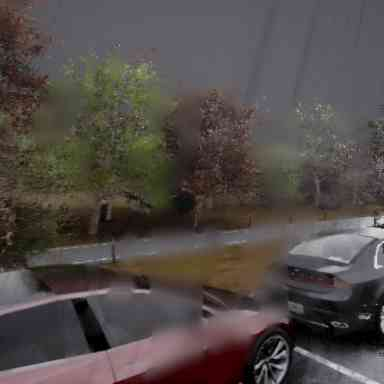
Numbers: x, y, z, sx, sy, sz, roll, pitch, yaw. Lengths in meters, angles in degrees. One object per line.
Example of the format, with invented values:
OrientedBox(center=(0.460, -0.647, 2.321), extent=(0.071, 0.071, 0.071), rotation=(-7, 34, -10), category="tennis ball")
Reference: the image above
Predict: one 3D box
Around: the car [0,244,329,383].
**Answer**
OrientedBox(center=(-0.988, 1.502, 3.356), extent=(4.792, 1.488, 2.163), rotation=(-2, 1, -37), category="car")

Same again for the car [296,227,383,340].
OrientedBox(center=(3.502, 1.437, 6.551), extent=(4.892, 1.521, 2.231), rotation=(-2, 1, -37), category="car")
